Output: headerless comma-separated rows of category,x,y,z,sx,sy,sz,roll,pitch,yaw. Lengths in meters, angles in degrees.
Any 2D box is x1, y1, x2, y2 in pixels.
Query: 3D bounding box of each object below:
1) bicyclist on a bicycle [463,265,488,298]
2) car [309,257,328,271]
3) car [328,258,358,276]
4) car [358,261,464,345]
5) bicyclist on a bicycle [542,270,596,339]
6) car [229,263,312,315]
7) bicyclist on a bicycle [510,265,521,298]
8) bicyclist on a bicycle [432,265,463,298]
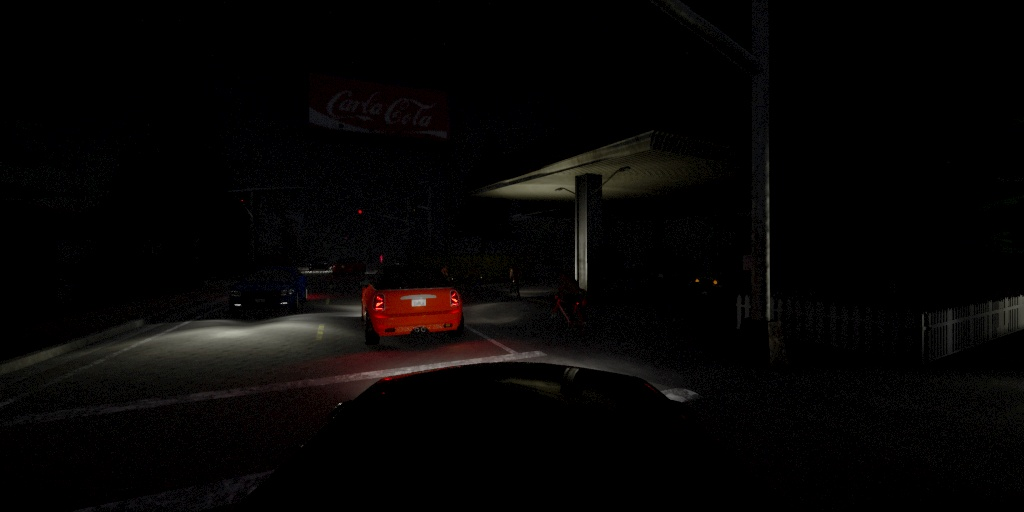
bicyclist on a bicycle,-1.948,1.267,17.941,1.656,1.620,0.582,1,0,-23
car,-24.993,0.975,46.385,2.097,1.767,4.553,0,0,-26
car,-16.428,0.992,36.357,2.097,1.767,4.553,0,1,-7
car,-2.829,1.002,9.502,2.097,1.767,4.553,0,0,-24
bicyclist on a bicycle,1.403,1.181,8.962,0.582,1.620,1.656,3,-2,-45
car,-8.951,1.149,13.517,1.882,1.535,5.008,1,-1,-25
bicyclist on a bicycle,0.156,1.271,18.132,0.582,1.620,1.656,0,0,14
bicyclist on a bicycle,-3.204,1.237,16.513,1.656,1.620,0.582,1,0,35
